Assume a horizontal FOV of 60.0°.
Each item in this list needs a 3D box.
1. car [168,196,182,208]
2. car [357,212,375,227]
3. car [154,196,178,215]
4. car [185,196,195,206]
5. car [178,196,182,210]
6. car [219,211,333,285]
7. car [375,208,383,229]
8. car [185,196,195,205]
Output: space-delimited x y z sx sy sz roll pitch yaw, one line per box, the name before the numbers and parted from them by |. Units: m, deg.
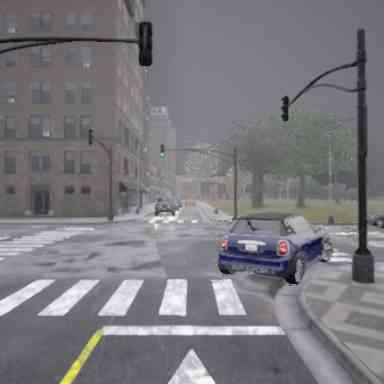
car | -2.849 1.659 57.499 2.150 2.045 5.566 0 -1 0
car | 13.809 1.696 22.520 4.902 1.511 2.128 0 -1 0
car | -2.928 1.480 37.113 2.150 2.045 5.566 0 0 -2
car | -0.367 1.877 66.554 2.097 1.767 4.553 0 -1 0
car | -2.870 1.694 46.909 2.097 1.767 4.553 0 -1 1
car | 2.657 1.388 10.030 2.097 1.767 4.553 -1 0 34
car | 13.391 1.716 19.257 4.181 1.385 1.994 0 -1 -1
car | -0.387 1.854 76.834 2.150 2.045 5.566 0 -1 0
